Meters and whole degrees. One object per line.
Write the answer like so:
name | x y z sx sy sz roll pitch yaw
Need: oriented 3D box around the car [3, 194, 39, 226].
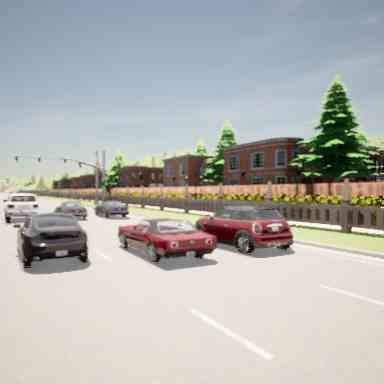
car | -13.065 1.141 25.491 2.150 2.045 5.566 0 0 -30

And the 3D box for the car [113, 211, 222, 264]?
car | -1.145 1.577 11.974 1.895 1.301 4.718 0 0 -30

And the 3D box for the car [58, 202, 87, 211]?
car | -9.773 1.474 26.793 2.033 1.411 5.357 0 0 -30

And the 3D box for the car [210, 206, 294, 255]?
car | 1.900 1.334 13.707 2.097 1.767 4.553 0 0 -30

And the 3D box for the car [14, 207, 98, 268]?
car | -4.854 1.470 11.388 1.837 1.490 4.892 0 0 -30

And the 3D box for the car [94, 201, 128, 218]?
car | -7.147 1.478 29.237 2.033 1.411 5.357 0 0 -30
